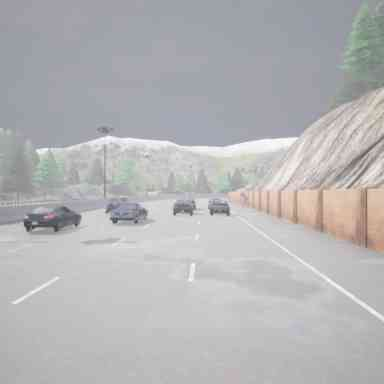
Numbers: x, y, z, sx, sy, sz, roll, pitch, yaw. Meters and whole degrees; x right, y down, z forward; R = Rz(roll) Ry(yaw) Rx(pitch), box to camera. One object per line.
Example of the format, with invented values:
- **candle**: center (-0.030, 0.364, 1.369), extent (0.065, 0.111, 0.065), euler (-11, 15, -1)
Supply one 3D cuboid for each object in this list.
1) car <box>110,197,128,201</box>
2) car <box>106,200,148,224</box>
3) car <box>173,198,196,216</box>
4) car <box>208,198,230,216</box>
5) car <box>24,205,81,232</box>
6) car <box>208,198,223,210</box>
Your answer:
- **car**: center (-7.722, 1.352, 36.020), extent (2.097, 1.767, 4.553), euler (0, 0, 2)
- **car**: center (-4.621, 1.547, 25.037), extent (2.033, 1.411, 5.357), euler (0, 0, 3)
- **car**: center (-0.823, 1.505, 33.027), extent (1.837, 1.490, 4.892), euler (0, 0, 2)
- **car**: center (2.670, 1.491, 32.758), extent (2.128, 1.511, 4.902), euler (0, 0, 2)
- **car**: center (-8.277, 1.526, 20.045), extent (1.812, 1.442, 4.674), euler (0, 0, 2)
- **car**: center (3.030, 1.525, 43.202), extent (1.812, 1.442, 4.674), euler (0, 0, 2)
